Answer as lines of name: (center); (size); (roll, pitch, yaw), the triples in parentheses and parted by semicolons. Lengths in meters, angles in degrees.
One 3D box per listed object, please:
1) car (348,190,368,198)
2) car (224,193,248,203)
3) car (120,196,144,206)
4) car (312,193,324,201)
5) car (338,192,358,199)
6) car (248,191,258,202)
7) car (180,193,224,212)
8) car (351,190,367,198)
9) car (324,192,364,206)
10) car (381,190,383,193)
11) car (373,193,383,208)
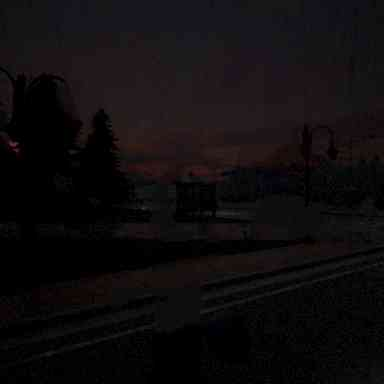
car: (40.444, 0.534, 81.137); (1.905, 1.878, 3.866); (0, 0, -36)
car: (7.005, 1.081, 57.902); (2.007, 1.523, 4.514); (0, 0, -36)
car: (-8.920, 1.266, 49.698); (1.895, 1.301, 4.718); (0, 0, -36)
car: (23.628, 0.956, 60.399); (1.845, 1.501, 3.633); (0, 0, -36)
car: (37.384, 0.841, 79.705); (1.970, 1.475, 3.806); (0, 0, -36)
car: (9.528, 1.050, 59.766); (2.152, 1.636, 5.027); (0, 0, -36)
car: (0.544, 1.085, 36.545); (2.150, 2.045, 5.566); (0, 0, -36)
car: (31.786, 0.865, 66.169); (2.007, 1.523, 4.514); (0, 0, -36)
car: (20.250, 1.105, 44.486); (1.970, 1.475, 3.806); (0, 0, -36)
car: (42.338, 0.577, 72.823); (1.932, 1.855, 4.605); (0, 0, -36)
car: (22.134, 1.115, 36.715); (1.845, 1.501, 3.633); (0, 0, -36)
